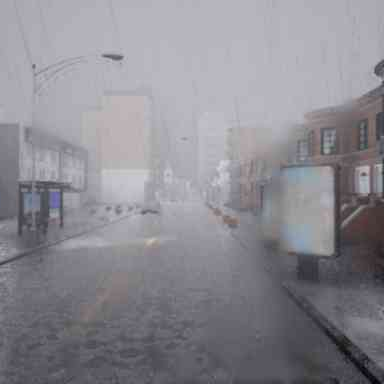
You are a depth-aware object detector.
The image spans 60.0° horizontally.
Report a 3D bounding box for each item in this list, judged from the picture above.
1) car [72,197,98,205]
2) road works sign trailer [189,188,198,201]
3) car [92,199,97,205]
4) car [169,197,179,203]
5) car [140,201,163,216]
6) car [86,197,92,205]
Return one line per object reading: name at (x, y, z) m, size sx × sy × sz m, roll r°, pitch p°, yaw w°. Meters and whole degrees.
car at (-19.457, 1.586, 60.505) m, size 4.193 × 1.474 × 1.816 m, roll 0°, pitch 0°, yaw 10°
road works sign trailer at (0.127, 0.719, 90.749) m, size 2.380 × 3.560 × 2.880 m, roll 0°, pitch 0°, yaw -37°
car at (-19.313, 1.510, 57.554) m, size 4.611 × 1.667 × 2.242 m, roll 0°, pitch 0°, yaw 10°
car at (-4.045, 1.790, 76.491) m, size 1.812 × 1.442 × 4.674 m, roll 0°, pitch 0°, yaw 0°
car at (-4.086, 1.644, 34.420) m, size 2.033 × 1.411 × 5.357 m, roll 0°, pitch 0°, yaw 0°
car at (-19.079, 1.396, 54.453) m, size 3.866 × 1.878 × 1.905 m, roll 0°, pitch 0°, yaw 10°
